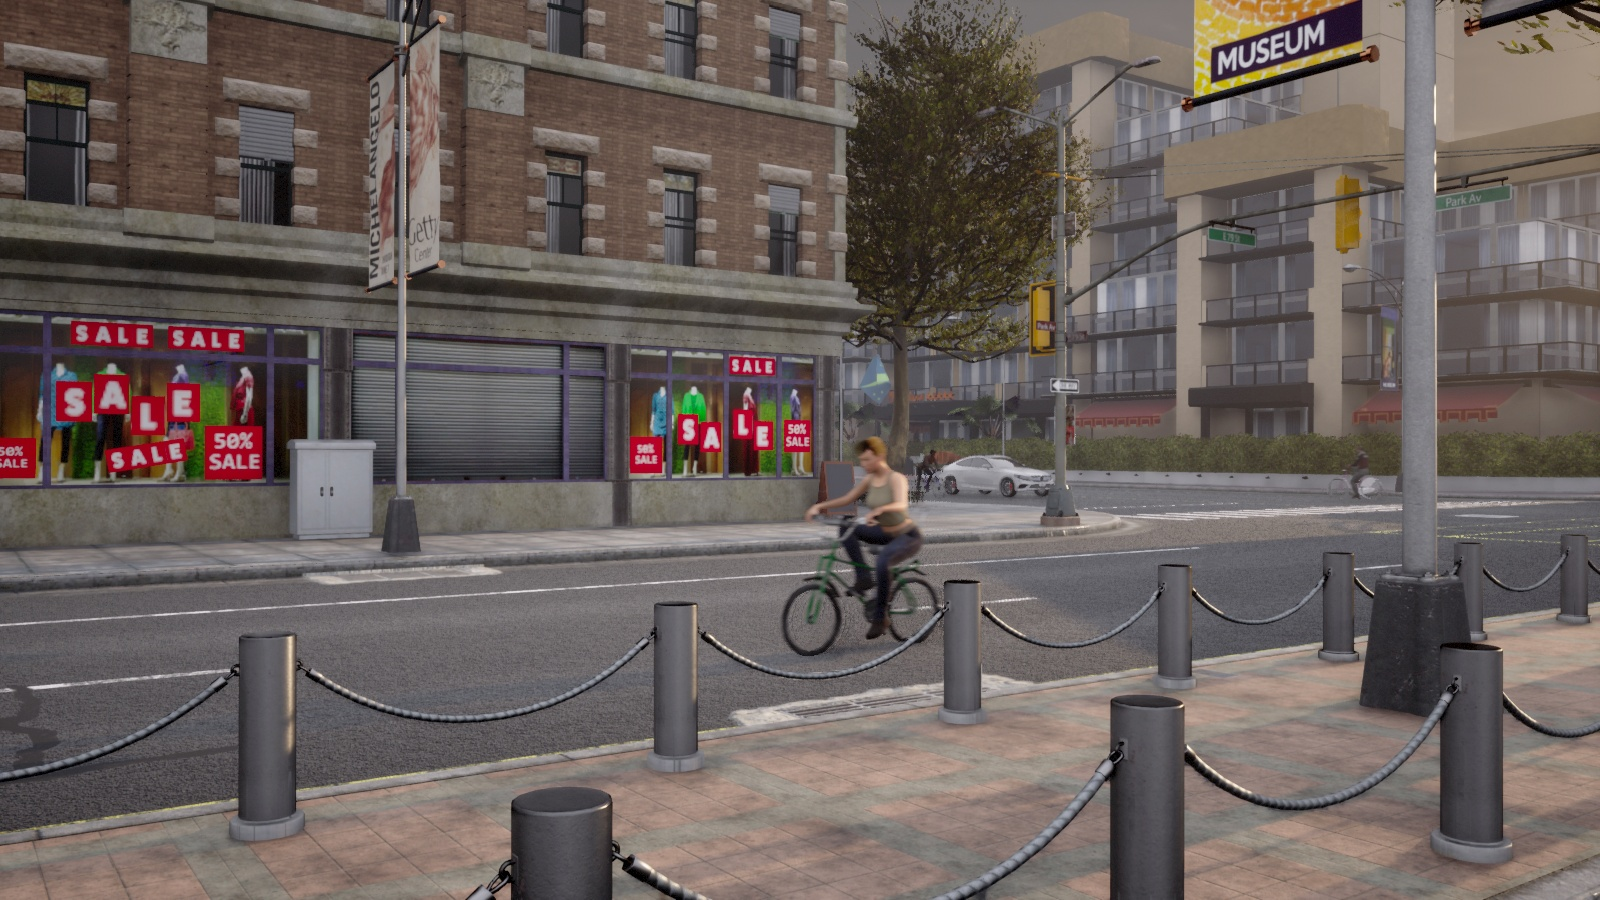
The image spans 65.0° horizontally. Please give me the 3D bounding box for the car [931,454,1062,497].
[{"bbox_3d":[6.844,0.864,44.275,1.812,1.442,4.674,0,0,-35],"label":"car"}]

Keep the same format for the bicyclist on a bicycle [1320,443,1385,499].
[{"bbox_3d":[17.904,0.677,40.717,0.659,1.776,1.843,0,0,-35],"label":"bicyclist on a bicycle"}]

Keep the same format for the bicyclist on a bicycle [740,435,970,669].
[{"bbox_3d":[0.418,0.703,9.425,1.509,1.612,0.866,0,0,-35],"label":"bicyclist on a bicycle"}]

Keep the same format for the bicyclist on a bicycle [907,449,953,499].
[{"bbox_3d":[4.320,0.791,41.780,0.582,1.620,1.656,0,0,-35],"label":"bicyclist on a bicycle"}]
